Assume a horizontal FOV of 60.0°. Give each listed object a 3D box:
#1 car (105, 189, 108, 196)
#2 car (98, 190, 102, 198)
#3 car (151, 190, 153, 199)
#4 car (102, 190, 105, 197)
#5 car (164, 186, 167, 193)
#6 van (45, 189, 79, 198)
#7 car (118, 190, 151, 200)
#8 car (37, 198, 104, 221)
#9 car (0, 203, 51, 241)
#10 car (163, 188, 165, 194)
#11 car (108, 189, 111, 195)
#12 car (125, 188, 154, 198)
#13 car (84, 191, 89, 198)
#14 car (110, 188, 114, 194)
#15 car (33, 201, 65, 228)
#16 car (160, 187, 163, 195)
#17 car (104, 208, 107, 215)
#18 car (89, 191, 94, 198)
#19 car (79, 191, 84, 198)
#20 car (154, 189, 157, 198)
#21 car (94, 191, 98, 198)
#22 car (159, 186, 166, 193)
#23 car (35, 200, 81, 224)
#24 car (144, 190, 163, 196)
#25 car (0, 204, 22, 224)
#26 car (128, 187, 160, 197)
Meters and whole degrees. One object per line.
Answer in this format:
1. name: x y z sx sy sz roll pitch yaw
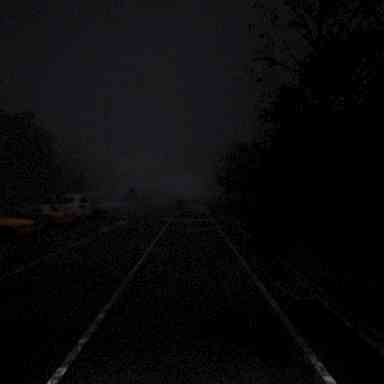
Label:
1. car: -23.263 0.504 78.976 5.008 1.535 2.097 0 1 0
2. car: -23.478 0.615 73.531 5.366 1.575 1.946 0 1 0
3. car: -10.292 0.765 62.381 4.792 1.488 2.163 0 0 0
4. car: -23.252 0.598 76.186 4.792 1.488 2.163 0 1 0
5. car: -10.157 -0.077 93.020 4.553 1.767 2.185 0 2 0
6. van: -23.228 0.524 59.571 4.442 1.987 1.878 1 0 0
7. car: -10.246 0.781 59.597 4.792 1.488 2.163 0 0 0
8. car: -10.135 1.477 27.010 5.008 1.535 2.097 0 0 0
9. car: -9.984 1.453 15.905 5.366 1.575 1.946 0 0 0
10. car: -10.134 0.377 84.675 4.792 1.488 2.163 0 2 0
11. car: -23.251 0.431 81.765 5.008 1.535 2.097 0 2 0
12. car: -10.281 0.594 65.166 4.553 1.767 2.185 0 0 0
13. car: -23.333 0.757 65.031 4.674 1.452 2.002 0 0 0
14. car: -23.237 0.346 84.681 4.892 1.521 2.231 0 2 0
15. car: -10.166 1.463 18.681 4.892 1.521 2.231 0 0 0
16. car: -10.144 0.304 81.884 4.553 1.767 2.185 0 2 0
17. car: -10.090 1.512 29.786 4.792 1.488 2.163 0 0 0
18. car: -23.346 0.722 67.943 4.792 1.488 2.163 0 0 0
19. car: -23.346 0.773 62.246 4.674 1.452 2.002 0 0 0
20. car: -10.232 0.697 67.946 5.008 1.535 2.097 0 1 0
21. car: -23.491 0.657 70.736 5.366 1.575 1.946 0 1 0
22. car: -10.169 0.032 90.242 4.553 1.767 2.185 0 2 0
23. car: -10.335 1.464 21.458 5.366 1.575 1.946 0 0 0
24. car: -10.180 0.286 87.462 4.792 1.488 2.163 0 2 0
25. car: -14.579 1.591 24.344 1.895 1.301 4.718 0 0 0
26. car: -10.254 0.412 70.737 5.566 2.045 2.435 0 1 0
